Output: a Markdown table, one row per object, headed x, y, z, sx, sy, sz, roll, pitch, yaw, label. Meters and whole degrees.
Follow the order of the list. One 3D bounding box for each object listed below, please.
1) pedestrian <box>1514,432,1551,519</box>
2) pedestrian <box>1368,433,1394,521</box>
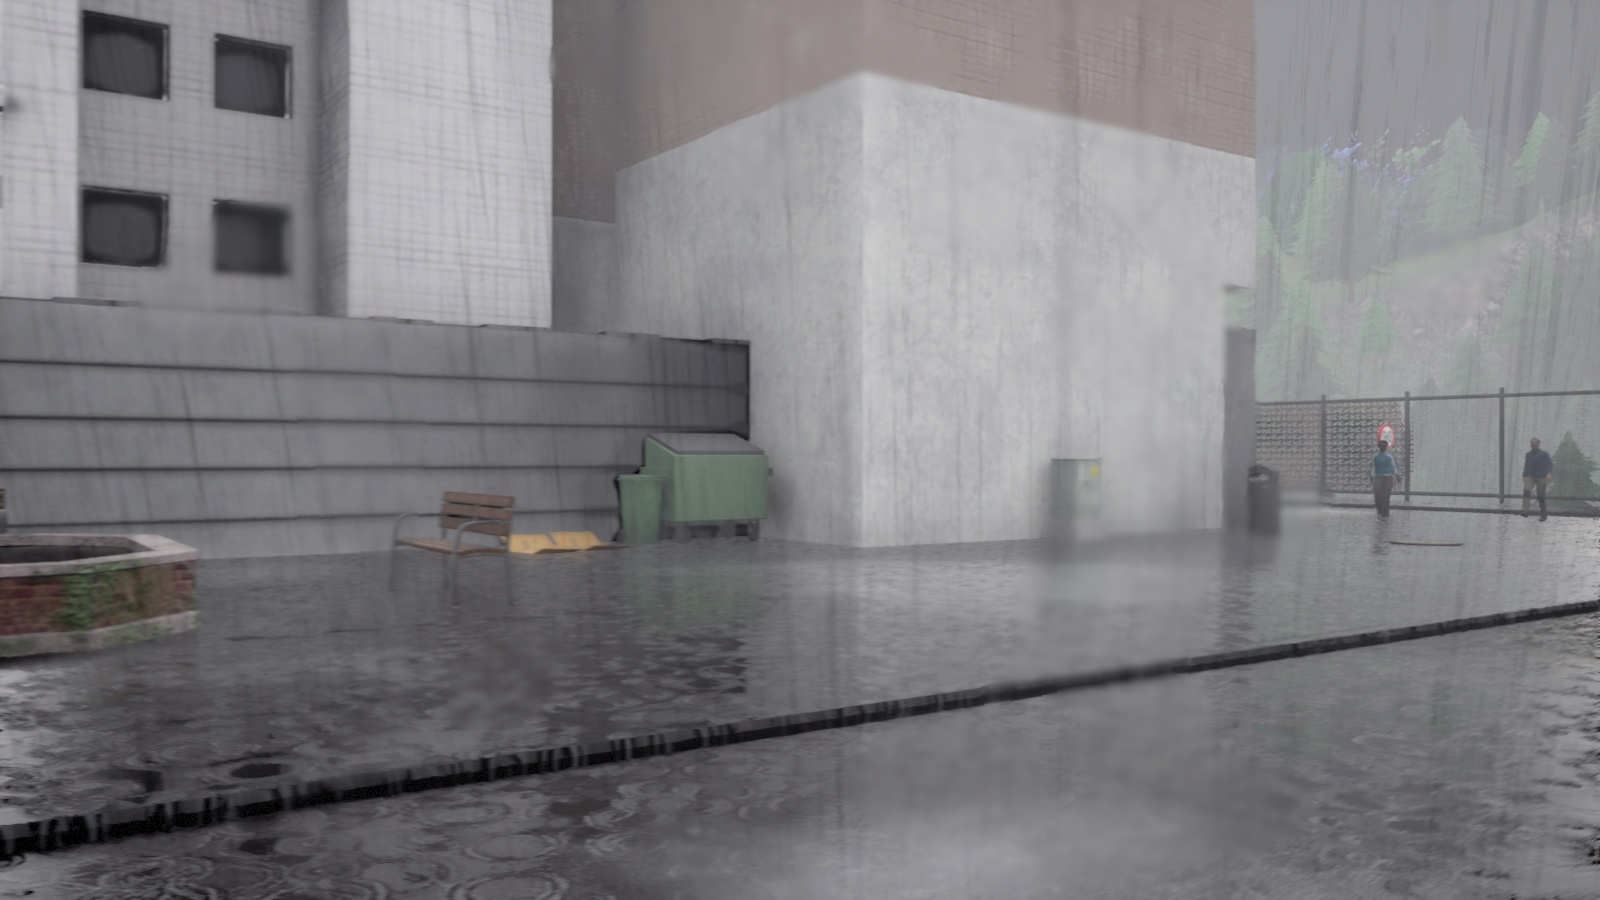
| x | y | z | sx | sy | sz | roll | pitch | yaw | label |
| --- | --- | --- | --- | --- | --- | --- | --- | --- | --- |
| 15.699 | 0.536 | 26.915 | 0.726 | 1.842 | 0.402 | 0 | 0 | -35 | pedestrian |
| 12.828 | 0.590 | 27.736 | 0.396 | 1.930 | 0.692 | 0 | 0 | 36 | pedestrian |
